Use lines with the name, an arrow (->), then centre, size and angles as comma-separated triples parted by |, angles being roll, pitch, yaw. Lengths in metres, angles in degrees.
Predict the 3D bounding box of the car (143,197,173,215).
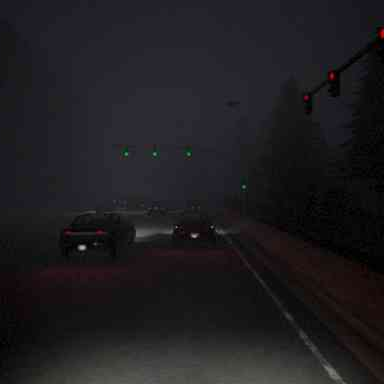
car -> -3.411, 1.591, 34.293 | 2.033, 1.411, 5.357 | 0, 0, 0

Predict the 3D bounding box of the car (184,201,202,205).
car -> 0.092, 1.591, 34.722 | 2.033, 1.411, 5.357 | 0, 0, 0

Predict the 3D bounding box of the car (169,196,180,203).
car -> -4.251, 1.592, 72.502 | 1.837, 1.490, 4.892 | 0, 0, -26

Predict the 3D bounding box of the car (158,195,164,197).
car -> -7.137, 1.444, 70.393 | 2.097, 1.767, 4.553 | 0, 0, -26

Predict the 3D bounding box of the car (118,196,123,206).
car -> -10.615, 1.416, 50.425 | 2.097, 1.767, 4.553 | 0, 0, 0

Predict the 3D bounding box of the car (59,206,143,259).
car -> -3.408, 1.519, 12.741 | 2.128, 1.511, 4.902 | 0, 0, 0

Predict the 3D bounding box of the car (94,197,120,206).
car -> -10.587, 1.616, 40.715 | 1.994, 1.385, 4.181 | 0, 0, 0

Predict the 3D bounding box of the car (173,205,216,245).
car -> 0.092, 1.550, 15.554 | 1.812, 1.442, 4.674 | 0, 0, 0

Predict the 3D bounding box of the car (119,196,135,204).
car -> -12.947, 1.583, 66.217 | 2.128, 1.511, 4.902 | 0, 0, -22

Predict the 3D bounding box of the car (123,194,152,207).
car -> -7.068, 1.277, 43.547 | 2.150, 2.045, 5.566 | 0, 0, 1

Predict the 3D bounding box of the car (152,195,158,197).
car -> -7.415, 1.426, 58.141 | 2.097, 1.767, 4.553 | 0, 0, -5
